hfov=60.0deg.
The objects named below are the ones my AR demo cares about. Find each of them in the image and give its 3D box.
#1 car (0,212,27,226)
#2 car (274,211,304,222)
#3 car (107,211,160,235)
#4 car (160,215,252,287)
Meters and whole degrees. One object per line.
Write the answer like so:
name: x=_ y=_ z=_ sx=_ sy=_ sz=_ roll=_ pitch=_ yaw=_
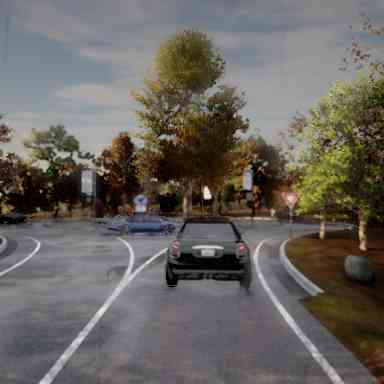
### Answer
car: x=-19.017 y=2.834 z=35.154 sx=1.895 sy=1.301 sz=4.718 roll=1 pitch=-3 yaw=-14
car: x=12.859 y=3.262 z=44.693 sx=1.895 sy=1.301 sz=4.718 roll=1 pitch=-3 yaw=-15
car: x=-3.100 y=2.238 z=23.110 sx=5.357 sy=1.411 sz=2.033 roll=0 pitch=-2 yaw=0
car: x=0.531 y=1.502 z=9.904 sx=2.097 sy=1.767 sz=4.553 roll=0 pitch=-2 yaw=4
